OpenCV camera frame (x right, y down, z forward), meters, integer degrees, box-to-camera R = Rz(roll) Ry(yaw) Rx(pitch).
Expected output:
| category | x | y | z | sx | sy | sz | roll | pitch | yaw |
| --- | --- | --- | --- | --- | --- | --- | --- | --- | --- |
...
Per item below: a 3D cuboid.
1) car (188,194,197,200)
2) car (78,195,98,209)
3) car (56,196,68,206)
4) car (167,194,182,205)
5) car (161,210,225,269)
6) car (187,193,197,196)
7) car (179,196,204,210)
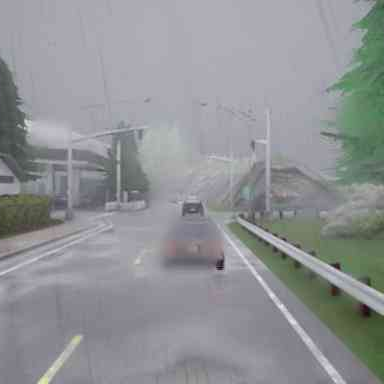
| category | x | y | z | sx | sy | sz | roll | pitch | yaw |
| --- | --- | --- | --- | --- | --- | --- | --- | --- | --- |
| car | 0.010 | 1.369 | 85.816 | 2.128 | 1.511 | 4.902 | 0 | 0 | -2 |
| car | -14.521 | 1.319 | 46.712 | 1.905 | 1.878 | 3.866 | 0 | 0 | -1 |
| car | -20.228 | 1.487 | 50.991 | 2.242 | 1.667 | 4.611 | 0 | 0 | -1 |
| car | -3.519 | 1.555 | 61.120 | 2.033 | 1.411 | 5.357 | 0 | 0 | 1 |
| car | 0.046 | 1.549 | 11.121 | 2.033 | 1.411 | 5.357 | 0 | 0 | 0 |
| car | 0.011 | 1.227 | 75.426 | 2.150 | 2.045 | 5.566 | 0 | 0 | 0 |
| car | 0.079 | 1.378 | 31.235 | 1.882 | 1.535 | 5.008 | 0 | -1 | 0 |
